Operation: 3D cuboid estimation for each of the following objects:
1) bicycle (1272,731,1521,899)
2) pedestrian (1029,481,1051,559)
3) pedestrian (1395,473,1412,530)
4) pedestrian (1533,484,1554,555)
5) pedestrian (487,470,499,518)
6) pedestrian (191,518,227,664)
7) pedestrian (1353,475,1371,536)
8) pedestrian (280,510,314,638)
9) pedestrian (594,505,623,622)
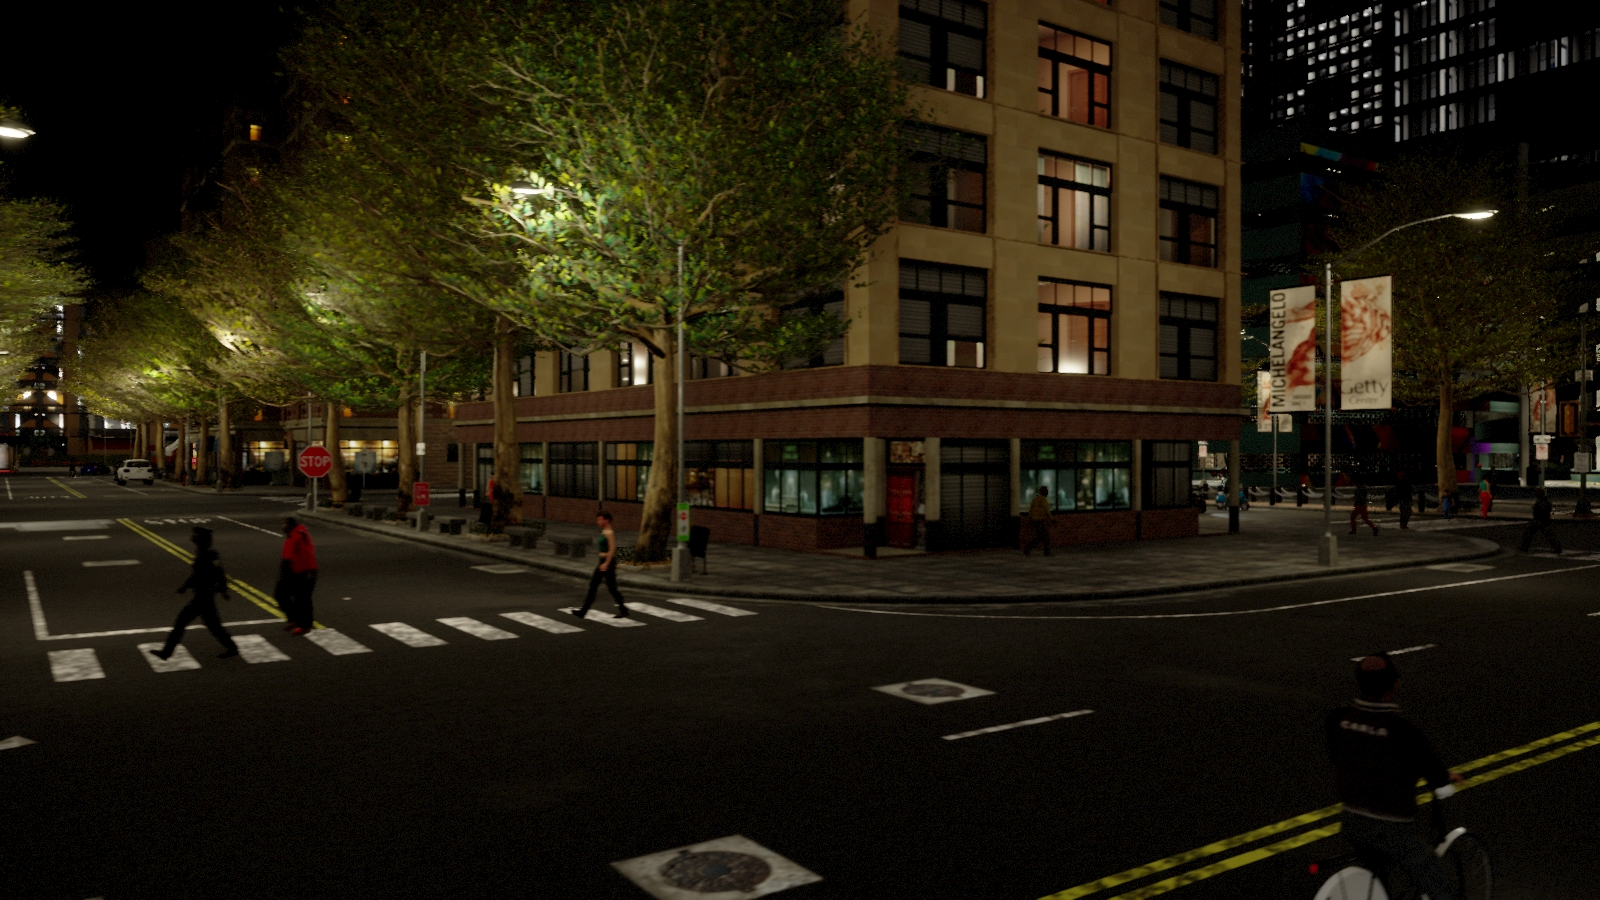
[{"bbox_3d":[3.148,2.212,5.951,1.835,1.171,0.329,0,0,-35],"label":"bicycle"},{"bbox_3d":[5.868,1.703,27.942,0.375,1.860,0.375,0,0,-15],"label":"pedestrian"},{"bbox_3d":[20.036,1.709,37.919,0.375,1.860,0.375,0,0,-1],"label":"pedestrian"},{"bbox_3d":[19.977,1.860,30.686,0.375,1.860,0.375,0,0,-40],"label":"pedestrian"},{"bbox_3d":[-11.898,1.701,44.273,0.375,1.860,0.375,0,0,-28],"label":"pedestrian"},{"bbox_3d":[-7.803,1.850,15.087,0.375,1.860,0.375,0,0,-36],"label":"pedestrian"},{"bbox_3d":[17.346,1.708,35.251,0.375,1.860,0.375,0,0,-36],"label":"pedestrian"},{"bbox_3d":[-7.567,1.851,17.179,0.375,1.860,0.375,0,0,-41],"label":"pedestrian"},{"bbox_3d":[-3.136,1.852,18.736,0.375,1.860,0.375,0,0,-27],"label":"pedestrian"}]
